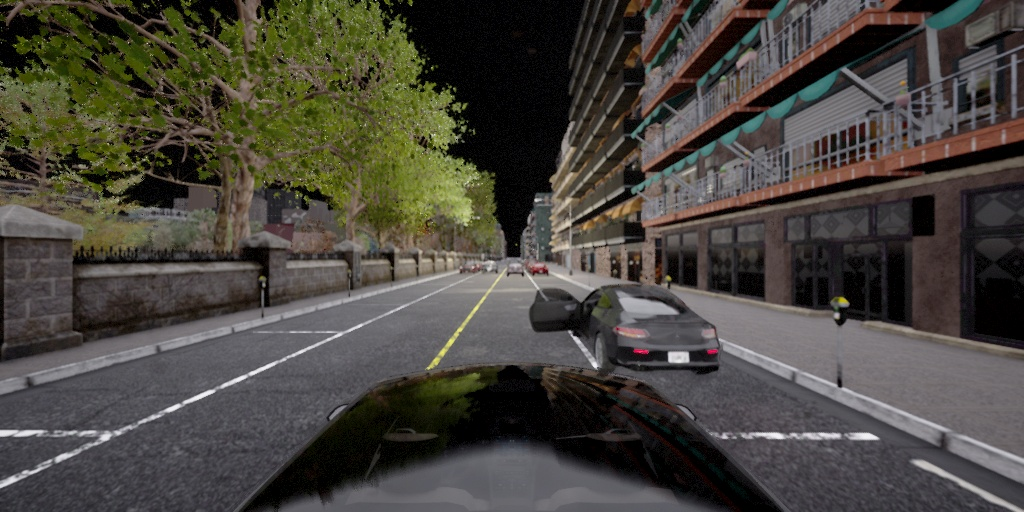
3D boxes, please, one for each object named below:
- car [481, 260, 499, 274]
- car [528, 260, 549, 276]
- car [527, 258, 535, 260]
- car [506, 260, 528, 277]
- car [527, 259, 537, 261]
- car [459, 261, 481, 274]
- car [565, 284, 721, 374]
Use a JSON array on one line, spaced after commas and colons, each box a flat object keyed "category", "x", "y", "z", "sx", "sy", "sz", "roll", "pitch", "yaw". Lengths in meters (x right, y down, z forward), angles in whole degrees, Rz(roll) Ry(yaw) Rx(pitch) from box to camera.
[{"category": "car", "x": -2.659, "y": 1.418, "z": 44.809, "sx": 2.128, "sy": 1.511, "sz": 4.902, "roll": 0, "pitch": 0, "yaw": 1}, {"category": "car", "x": 2.991, "y": 1.439, "z": 38.828, "sx": 1.888, "sy": 1.381, "sz": 4.507, "roll": 0, "pitch": 0, "yaw": 0}, {"category": "car", "x": 3.079, "y": 1.385, "z": 50.087, "sx": 1.967, "sy": 1.591, "sz": 4.097, "roll": 0, "pitch": 0, "yaw": 0}, {"category": "car", "x": 0.378, "y": 1.440, "z": 38.246, "sx": 2.033, "sy": 1.411, "sz": 5.357, "roll": 0, "pitch": 0, "yaw": 1}, {"category": "car", "x": 3.035, "y": 1.465, "z": 44.458, "sx": 1.888, "sy": 1.381, "sz": 4.507, "roll": 0, "pitch": 0, "yaw": 0}, {"category": "car", "x": -5.345, "y": 1.365, "z": 44.523, "sx": 1.967, "sy": 1.591, "sz": 4.097, "roll": 0, "pitch": 0, "yaw": 0}, {"category": "car", "x": 2.406, "y": 1.295, "z": 7.444, "sx": 1.812, "sy": 1.442, "sz": 4.674, "roll": 0, "pitch": 0, "yaw": 0}]
